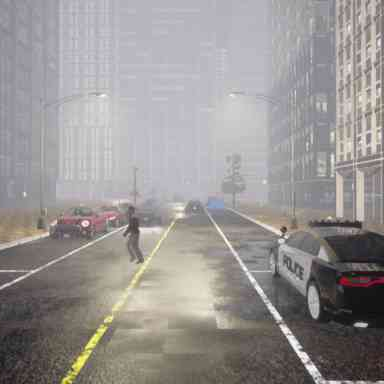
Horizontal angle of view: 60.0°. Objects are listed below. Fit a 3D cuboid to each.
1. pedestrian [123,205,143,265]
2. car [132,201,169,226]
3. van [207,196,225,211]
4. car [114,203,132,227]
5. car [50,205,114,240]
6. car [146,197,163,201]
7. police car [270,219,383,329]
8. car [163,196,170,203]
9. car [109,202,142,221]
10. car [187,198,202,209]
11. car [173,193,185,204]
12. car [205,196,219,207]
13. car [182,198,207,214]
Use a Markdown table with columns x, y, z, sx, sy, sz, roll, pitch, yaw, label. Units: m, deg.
| x | y | z | sx | sy | sz | roll | pitch | yaw | label |
| --- | --- | --- | --- | --- | --- | --- | --- | --- | --- |
| -1.816 | 1.294 | 10.329 | 0.375 | 1.860 | 0.375 | 1 | -1 | 0 | pedestrian |
| -2.970 | 1.565 | 23.385 | 1.994 | 1.385 | 4.181 | 0 | 0 | 0 | car |
| 2.921 | 1.342 | 39.406 | 1.690 | 1.788 | 3.998 | 1 | 0 | 0 | van |
| -5.557 | 1.583 | 22.532 | 1.802 | 1.307 | 4.206 | 1 | 0 | 0 | car |
| -5.588 | 1.441 | 16.889 | 1.967 | 1.590 | 4.097 | 1 | 0 | 0 | car |
| -5.431 | 1.566 | 45.102 | 1.947 | 1.339 | 4.313 | 1 | 0 | 0 | car |
| 3.039 | 1.426 | 7.282 | 1.930 | 1.638 | 5.238 | 0 | 0 | 0 | police car |
| -5.432 | 1.546 | 67.671 | 2.008 | 1.369 | 4.403 | 1 | 0 | 0 | car |
| -5.526 | 1.567 | 28.174 | 1.947 | 1.339 | 4.313 | 1 | 0 | 0 | car |
| 0.325 | 1.564 | 45.460 | 1.994 | 1.385 | 4.181 | 0 | 0 | 1 | car |
| -2.628 | 1.271 | 66.447 | 2.150 | 2.045 | 5.566 | 0 | 0 | 0 | car |
| 2.983 | 1.439 | 50.689 | 1.967 | 1.590 | 4.097 | 1 | 0 | 0 | car |
| 0.286 | 1.564 | 35.190 | 1.994 | 1.385 | 4.181 | 0 | 0 | 0 | car |
